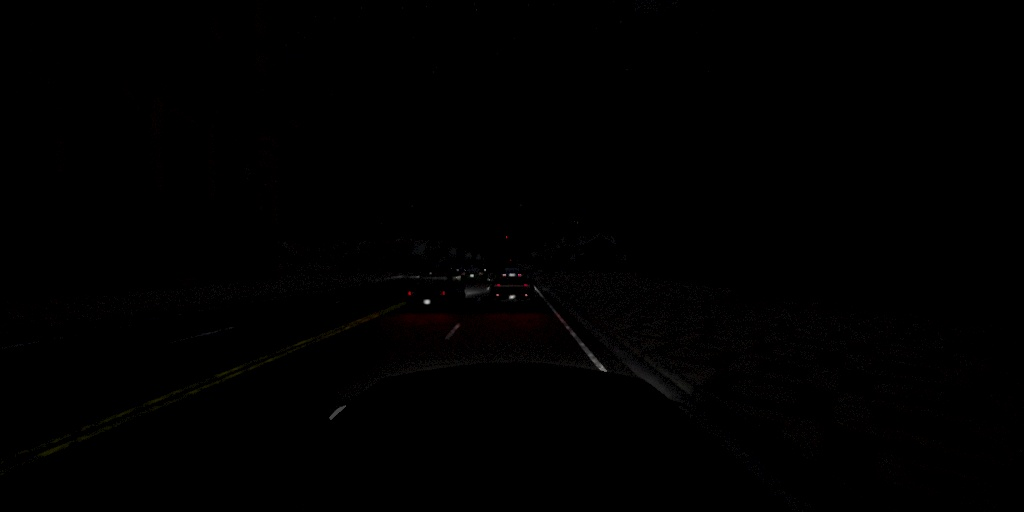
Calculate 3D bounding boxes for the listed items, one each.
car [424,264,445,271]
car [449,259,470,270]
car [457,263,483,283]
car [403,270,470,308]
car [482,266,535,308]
[{"bbox_3d":[-9.750,1.727,45.600,2.033,1.411,5.357,0,-1,0],"label":"car"},{"bbox_3d":[-6.500,1.385,45.561,2.150,2.045,5.566,0,-1,0],"label":"car"},{"bbox_3d":[-3.244,1.600,31.123,1.994,1.385,4.181,0,-1,0],"label":"car"},{"bbox_3d":[-3.247,1.487,15.955,1.895,1.301,4.718,0,-1,0],"label":"car"},{"bbox_3d":[0.006,1.380,16.143,2.128,1.511,4.902,0,0,0],"label":"car"}]
